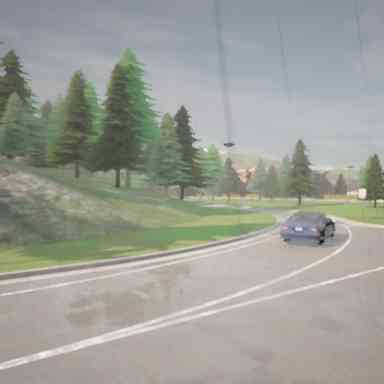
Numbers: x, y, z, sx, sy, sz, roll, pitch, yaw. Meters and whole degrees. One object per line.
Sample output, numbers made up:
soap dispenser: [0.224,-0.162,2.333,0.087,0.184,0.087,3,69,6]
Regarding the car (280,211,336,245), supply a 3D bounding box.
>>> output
car: [5.844,1.657,16.461,2.033,1.411,5.357,0,0,30]
